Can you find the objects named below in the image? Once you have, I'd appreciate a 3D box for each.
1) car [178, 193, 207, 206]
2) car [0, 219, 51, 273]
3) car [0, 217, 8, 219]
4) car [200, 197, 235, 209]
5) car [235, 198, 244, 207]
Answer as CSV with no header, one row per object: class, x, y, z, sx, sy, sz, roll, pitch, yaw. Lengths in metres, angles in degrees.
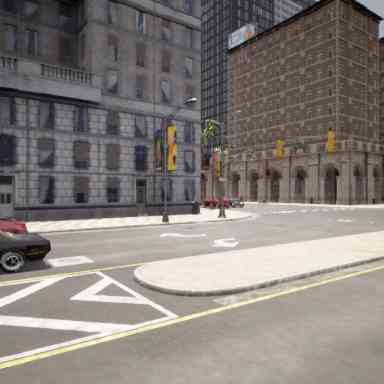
car,-0.024,1.221,57.104,2.150,2.045,5.566,0,0,-34
car,-6.569,1.601,9.158,4.718,1.301,1.895,0,0,-35
car,-8.515,1.526,12.063,4.674,1.442,1.812,0,0,-35
car,3.189,1.478,46.375,1.882,1.535,5.008,0,0,-35
car,5.618,1.491,49.006,2.128,1.511,4.902,0,0,-35
